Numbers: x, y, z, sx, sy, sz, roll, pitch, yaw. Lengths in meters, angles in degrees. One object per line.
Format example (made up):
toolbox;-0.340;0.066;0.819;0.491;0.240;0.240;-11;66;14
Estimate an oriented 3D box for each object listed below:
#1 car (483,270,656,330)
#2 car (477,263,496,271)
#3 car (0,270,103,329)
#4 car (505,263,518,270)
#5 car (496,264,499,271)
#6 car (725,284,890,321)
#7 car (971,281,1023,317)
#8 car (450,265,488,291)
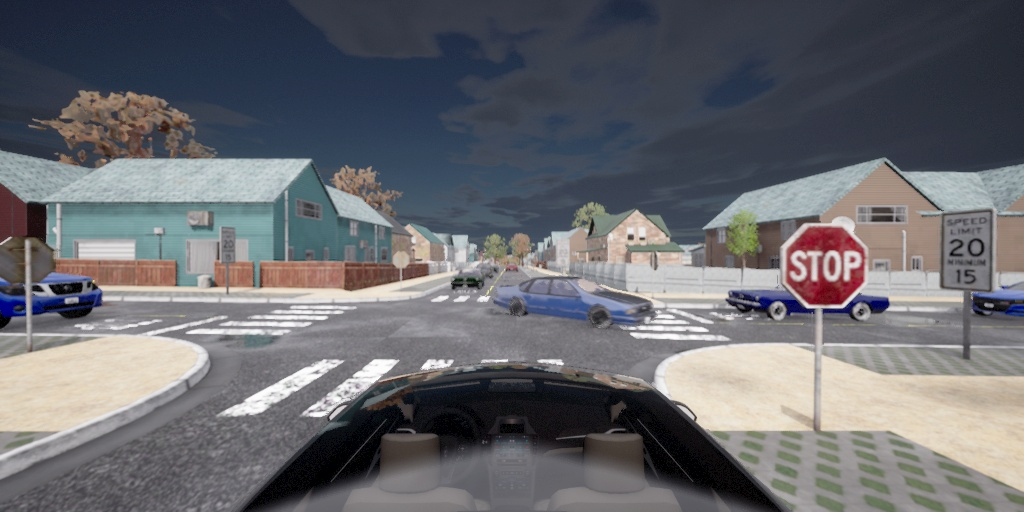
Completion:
car;1.765;1.375;11.772;5.357;1.411;2.033;0;0;41
car;-2.872;1.517;36.393;1.837;1.490;4.892;0;-1;0
car;-15.123;0.864;10.053;5.566;2.045;2.150;1;0;0
car;-0.037;1.760;54.930;1.812;1.442;4.674;0;-1;0
car;-2.860;1.776;50.380;1.895;1.301;4.718;0;-1;0
car;10.481;1.557;13.002;4.718;1.301;1.895;1;0;-1
car;19.859;1.563;13.048;5.008;1.535;1.882;1;0;0
car;-2.847;1.499;23.676;1.895;1.301;4.718;0;0;-1
